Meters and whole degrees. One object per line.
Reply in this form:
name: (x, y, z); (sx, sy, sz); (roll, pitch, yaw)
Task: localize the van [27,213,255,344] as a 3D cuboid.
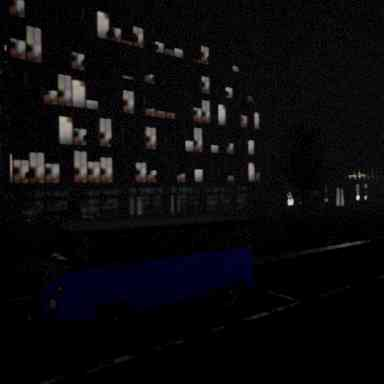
van: (-0.677, 1.323, 6.097); (3.998, 1.788, 1.690); (0, -1, -36)
